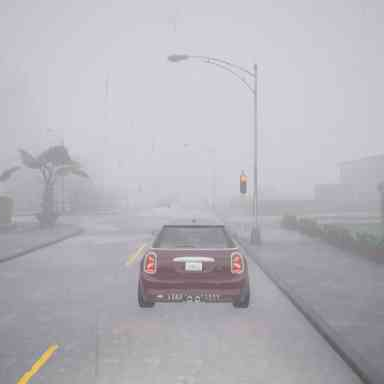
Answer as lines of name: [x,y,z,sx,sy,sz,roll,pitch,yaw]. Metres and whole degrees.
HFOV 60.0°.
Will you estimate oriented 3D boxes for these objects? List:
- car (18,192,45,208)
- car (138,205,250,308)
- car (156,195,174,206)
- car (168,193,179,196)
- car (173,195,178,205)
car: [-19.721,0.985,41.964,1.905,1.878,3.866,0,0,35]
car: [0.052,1.352,8.086,2.097,1.767,4.553,0,0,1]
car: [-4.052,1.564,47.899,1.994,1.385,4.181,0,0,0]
car: [-3.943,1.221,68.195,2.150,2.045,5.566,0,0,1]
car: [-4.022,1.601,57.801,1.895,1.301,4.718,0,0,0]
